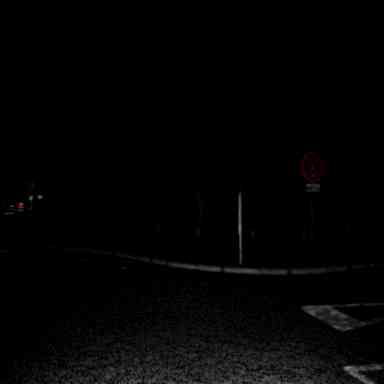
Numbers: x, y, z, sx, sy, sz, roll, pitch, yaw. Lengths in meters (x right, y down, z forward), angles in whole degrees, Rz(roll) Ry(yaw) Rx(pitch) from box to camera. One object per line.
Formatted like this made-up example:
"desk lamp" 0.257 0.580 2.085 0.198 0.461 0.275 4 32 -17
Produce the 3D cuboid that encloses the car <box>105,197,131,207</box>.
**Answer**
"car" -14.565 2.154 67.131 4.553 1.767 2.185 -1 0 -19

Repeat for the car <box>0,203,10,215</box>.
"car" -27.772 2.494 47.276 1.882 1.535 5.008 -1 -1 -18

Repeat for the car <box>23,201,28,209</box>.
"car" -34.437 2.611 67.091 1.882 1.535 5.008 -1 0 -19

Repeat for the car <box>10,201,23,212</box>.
"car" -31.235 2.665 57.469 2.128 1.511 4.902 -1 0 -18

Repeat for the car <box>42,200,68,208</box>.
"car" -29.126 2.633 70.989 5.008 1.535 2.097 -1 0 -19

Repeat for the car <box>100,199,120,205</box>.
"car" -21.838 2.629 88.523 4.792 1.488 2.163 -1 0 -19

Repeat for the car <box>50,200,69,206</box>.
"car" -34.643 2.900 87.018 4.674 1.452 2.002 -1 0 -19

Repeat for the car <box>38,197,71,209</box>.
"car" -27.313 2.300 65.640 5.566 2.045 2.435 -1 -1 -19

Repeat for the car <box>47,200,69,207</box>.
"car" -32.829 2.815 81.667 4.792 1.488 2.163 -1 0 -19

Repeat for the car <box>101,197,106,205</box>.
"car" -16.416 2.121 72.608 5.566 2.045 2.435 -1 0 -19
